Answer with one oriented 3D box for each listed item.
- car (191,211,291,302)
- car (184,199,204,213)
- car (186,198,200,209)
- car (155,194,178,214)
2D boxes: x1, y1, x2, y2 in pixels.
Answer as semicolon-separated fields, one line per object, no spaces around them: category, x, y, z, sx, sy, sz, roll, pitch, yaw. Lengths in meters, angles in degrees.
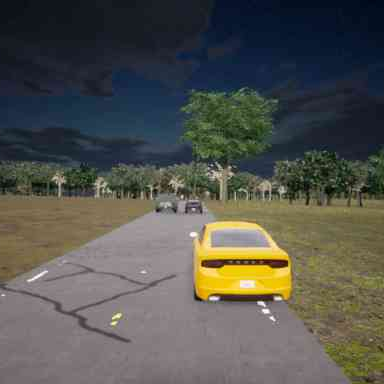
car;0.985;1.476;8.364;1.882;1.535;5.008;0;0;0
car;0.179;1.475;35.861;1.837;1.490;4.892;0;0;0
car;0.175;1.591;46.242;1.895;1.301;4.718;0;0;1
car;-2.644;1.192;35.921;2.150;2.045;5.566;0;0;0
